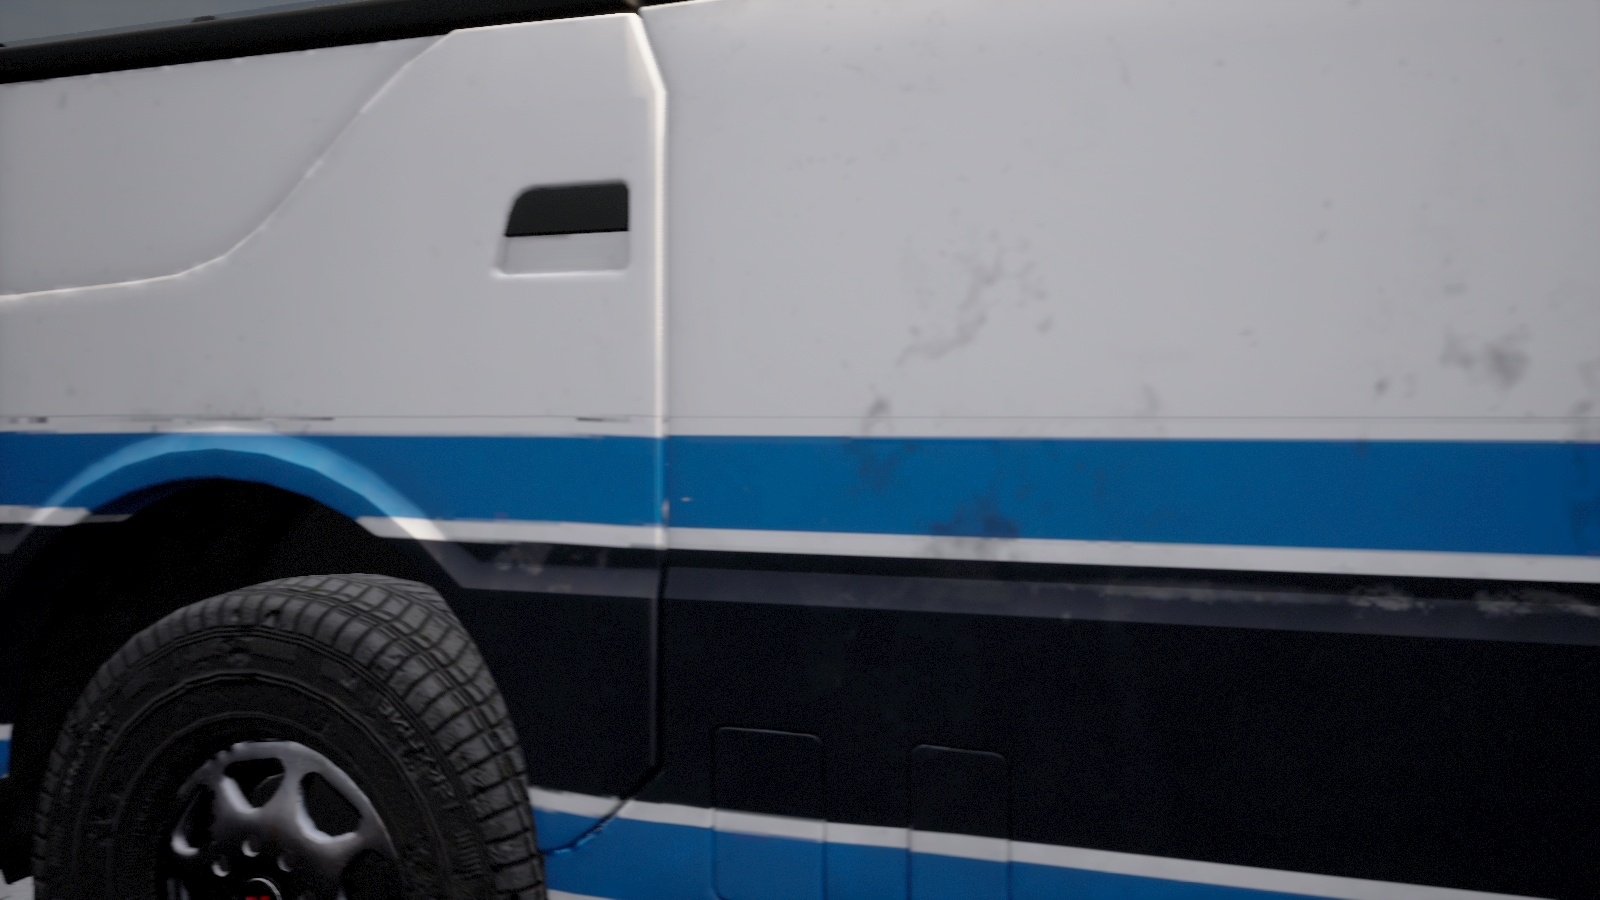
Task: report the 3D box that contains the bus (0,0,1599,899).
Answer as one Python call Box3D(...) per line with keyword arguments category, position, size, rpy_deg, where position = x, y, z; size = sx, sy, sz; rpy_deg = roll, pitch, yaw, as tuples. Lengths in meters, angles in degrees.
Box3D(category="bus", position=(2.144, -0.590, 2.981), size=(10.273, 4.253, 3.944), rpy_deg=(1, 1, 19))
